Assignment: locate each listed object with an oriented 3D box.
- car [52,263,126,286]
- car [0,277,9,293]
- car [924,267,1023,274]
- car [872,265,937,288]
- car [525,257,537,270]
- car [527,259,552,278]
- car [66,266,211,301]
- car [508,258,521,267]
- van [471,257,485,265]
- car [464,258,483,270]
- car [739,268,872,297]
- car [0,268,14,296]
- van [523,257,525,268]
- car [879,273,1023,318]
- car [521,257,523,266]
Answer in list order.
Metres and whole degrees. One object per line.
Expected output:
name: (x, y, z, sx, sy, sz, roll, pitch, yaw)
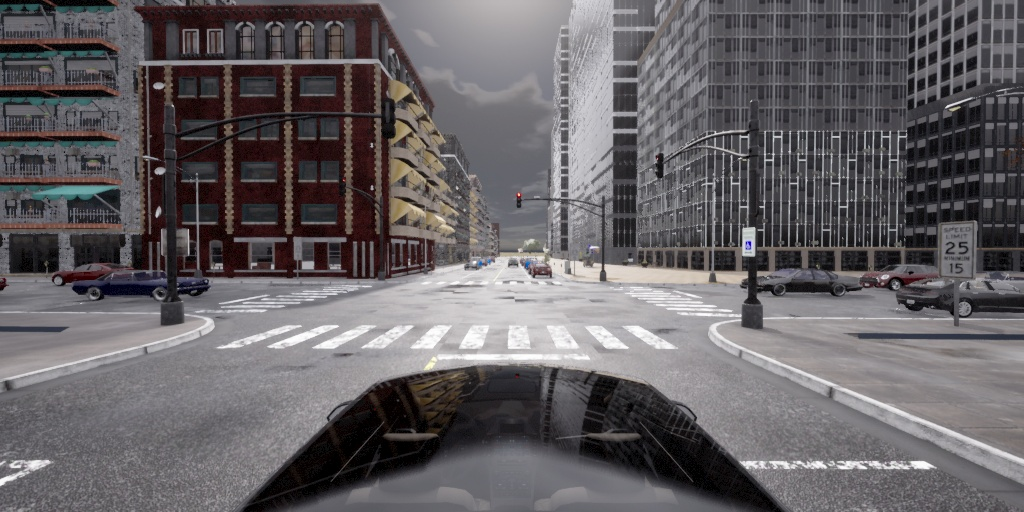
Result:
car: (-25.812, 1.109, 22.356, 4.507, 1.381, 1.888, 0, 0, 1)
car: (-22.598, 1.259, 13.692, 4.507, 1.381, 1.888, 0, 0, 1)
car: (25.252, 1.443, 18.836, 4.718, 1.301, 1.895, 0, 1, 1)
car: (23.417, 1.230, 21.599, 4.097, 1.591, 1.967, 0, 0, 1)
car: (2.738, 1.159, 39.049, 1.967, 1.591, 4.097, 0, 0, 0)
car: (2.726, 1.271, 33.404, 1.888, 1.381, 4.507, 0, 0, 0)
car: (-16.643, 1.299, 16.304, 4.718, 1.301, 1.895, 0, 1, 1)
car: (0.237, 1.281, 64.045, 1.895, 1.301, 4.718, 0, 0, 0)
van: (-5.573, 1.035, 55.973, 1.690, 1.789, 3.998, 0, 0, 0)
car: (-5.585, 1.269, 50.326, 1.948, 1.339, 4.313, 0, 0, 0)
car: (15.226, 1.342, 19.001, 5.357, 1.411, 2.033, 0, 1, 1)
car: (-26.522, 1.255, 16.463, 4.718, 1.301, 1.895, 0, 1, 1)
van: (2.763, 1.044, 50.341, 1.690, 1.789, 3.998, 0, 0, 0)
car: (16.739, 1.445, 13.066, 4.403, 1.370, 2.007, 0, 0, 1)
car: (2.775, 1.240, 55.987, 1.888, 1.381, 4.507, 0, 0, 0)
